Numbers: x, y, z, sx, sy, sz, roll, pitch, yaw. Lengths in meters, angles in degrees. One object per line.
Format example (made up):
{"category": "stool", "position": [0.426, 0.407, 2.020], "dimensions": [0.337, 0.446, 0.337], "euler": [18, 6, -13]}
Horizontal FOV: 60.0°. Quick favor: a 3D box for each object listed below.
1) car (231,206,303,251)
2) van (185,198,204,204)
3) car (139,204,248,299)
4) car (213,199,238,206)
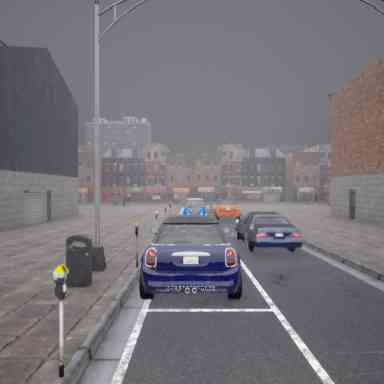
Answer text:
{"category": "car", "position": [3.014, 1.548, 14.095], "dimensions": [2.033, 1.411, 5.357], "euler": [0, 0, 0]}
{"category": "van", "position": [0.190, 1.345, 25.487], "dimensions": [1.690, 1.788, 3.998], "euler": [-1, 0, 0]}
{"category": "car", "position": [-0.036, 1.352, 8.608], "dimensions": [2.097, 1.767, 4.553], "euler": [0, 0, 0]}
{"category": "car", "position": [2.817, 1.357, 28.169], "dimensions": [2.097, 1.767, 4.553], "euler": [0, 0, -1]}
